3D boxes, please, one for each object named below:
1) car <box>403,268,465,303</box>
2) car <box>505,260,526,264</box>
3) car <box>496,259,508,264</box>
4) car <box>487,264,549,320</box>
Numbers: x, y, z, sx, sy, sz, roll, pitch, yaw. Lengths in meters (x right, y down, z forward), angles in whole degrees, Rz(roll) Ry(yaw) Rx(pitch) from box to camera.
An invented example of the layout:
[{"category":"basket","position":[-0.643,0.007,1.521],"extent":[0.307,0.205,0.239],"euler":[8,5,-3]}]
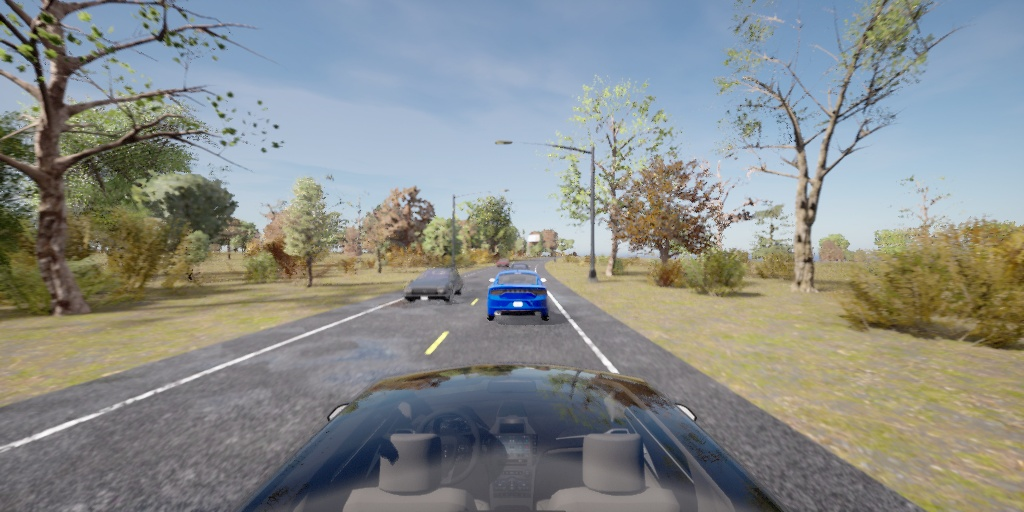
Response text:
[{"category":"car","position":[-3.430,1.289,16.835],"extent":[2.033,1.411,5.357],"euler":[0,0,1]},{"category":"car","position":[0.686,1.301,30.854],"extent":[1.994,1.385,4.181],"euler":[0,0,2]},{"category":"car","position":[-1.427,1.201,58.812],"extent":[1.882,1.535,5.008],"euler":[0,0,5]},{"category":"car","position":[0.204,1.223,12.689],"extent":[1.882,1.535,5.008],"euler":[0,0,1]}]
